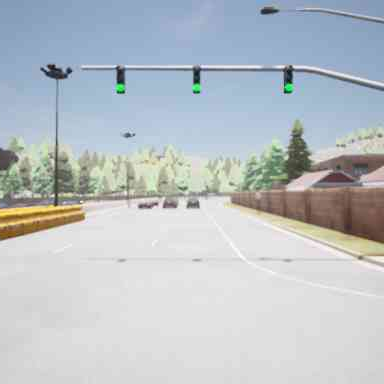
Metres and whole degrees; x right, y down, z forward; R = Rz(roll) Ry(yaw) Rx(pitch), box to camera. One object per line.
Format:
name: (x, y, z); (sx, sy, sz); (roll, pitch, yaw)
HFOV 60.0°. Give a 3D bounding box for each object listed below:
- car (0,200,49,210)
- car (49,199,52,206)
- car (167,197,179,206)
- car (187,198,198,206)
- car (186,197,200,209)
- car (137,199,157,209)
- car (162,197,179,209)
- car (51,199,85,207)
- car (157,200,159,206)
car: (-14.062, 1.655, 27.675); (1.812, 1.442, 4.674); (0, 0, 0)
car: (-17.509, 1.681, 40.865); (2.128, 1.511, 4.902); (0, 0, 0)
car: (-3.417, 1.764, 61.210); (1.882, 1.535, 5.008); (0, 0, 1)
car: (0.083, 1.790, 61.105); (1.837, 1.490, 4.892); (0, 0, 1)
car: (0.168, 1.591, 50.985); (2.097, 1.767, 4.553); (0, 0, 0)
car: (-6.835, 1.831, 49.256); (1.895, 1.301, 4.718); (0, 0, 0)
car: (-3.343, 1.592, 51.264); (2.097, 1.767, 4.553); (0, 0, 0)
car: (-14.022, 1.729, 38.874); (2.033, 1.411, 5.357); (0, 0, 1)
car: (-6.920, 1.877, 59.249); (1.895, 1.301, 4.718); (0, 0, 0)
